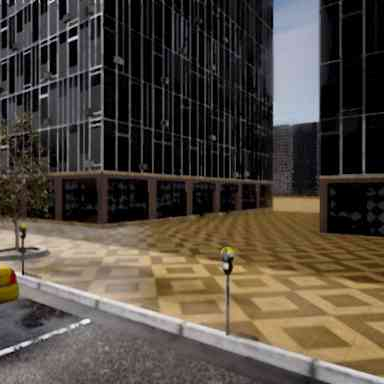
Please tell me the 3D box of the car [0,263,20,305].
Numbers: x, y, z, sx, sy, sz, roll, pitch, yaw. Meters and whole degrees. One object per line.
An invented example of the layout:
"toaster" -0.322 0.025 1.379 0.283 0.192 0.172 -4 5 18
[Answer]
"car" -5.331 1.464 6.661 4.829 1.417 1.752 1 0 35
